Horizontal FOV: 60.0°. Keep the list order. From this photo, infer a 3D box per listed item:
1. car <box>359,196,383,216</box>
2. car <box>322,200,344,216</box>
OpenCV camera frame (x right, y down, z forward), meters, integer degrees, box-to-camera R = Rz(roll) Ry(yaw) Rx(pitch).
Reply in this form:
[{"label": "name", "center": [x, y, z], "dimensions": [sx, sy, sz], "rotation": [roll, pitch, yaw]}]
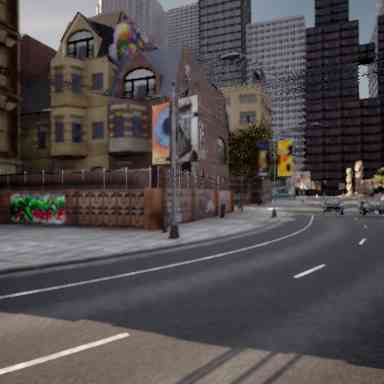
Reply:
[{"label": "car", "center": [17.108, 1.229, 31.470], "dimensions": [2.097, 1.767, 4.553], "rotation": [0, 0, 21]}, {"label": "car", "center": [13.828, 1.495, 32.686], "dimensions": [1.895, 1.301, 4.718], "rotation": [0, 0, 21]}]
